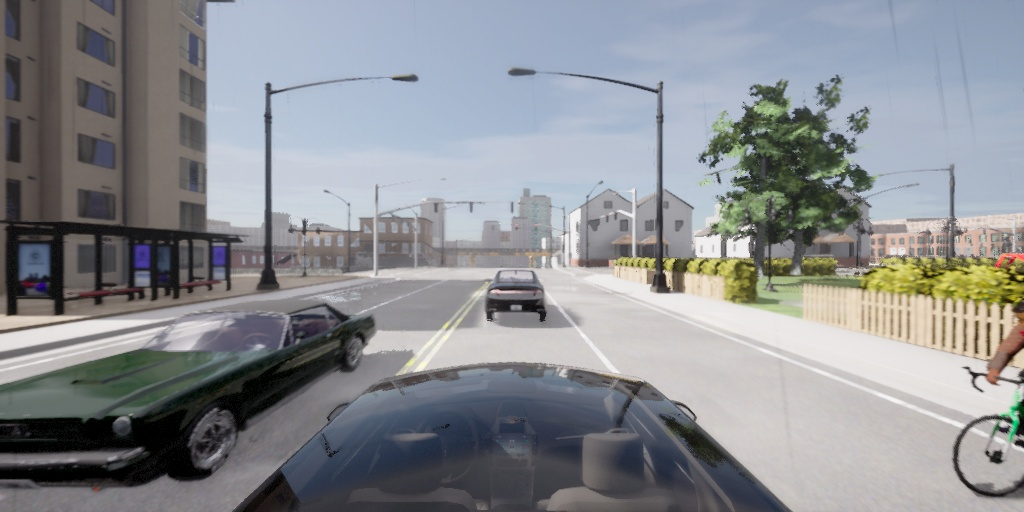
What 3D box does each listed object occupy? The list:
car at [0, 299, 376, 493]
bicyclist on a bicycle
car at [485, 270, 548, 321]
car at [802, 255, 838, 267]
[{"bbox_3d":[-3.592,1.336,4.794,1.895,1.301,4.718,0,0,0],"label":"car"},{"bbox_3d":[4.453,1.187,2.952,1.656,1.620,0.582,0,0,0],"label":"bicyclist on a bicycle"},{"bbox_3d":[0.131,1.208,12.299,2.128,1.511,4.902,0,0,0],"label":"car"},{"bbox_3d":[36.910,0.889,44.347,5.566,2.045,2.150,0,0,0],"label":"car"}]
